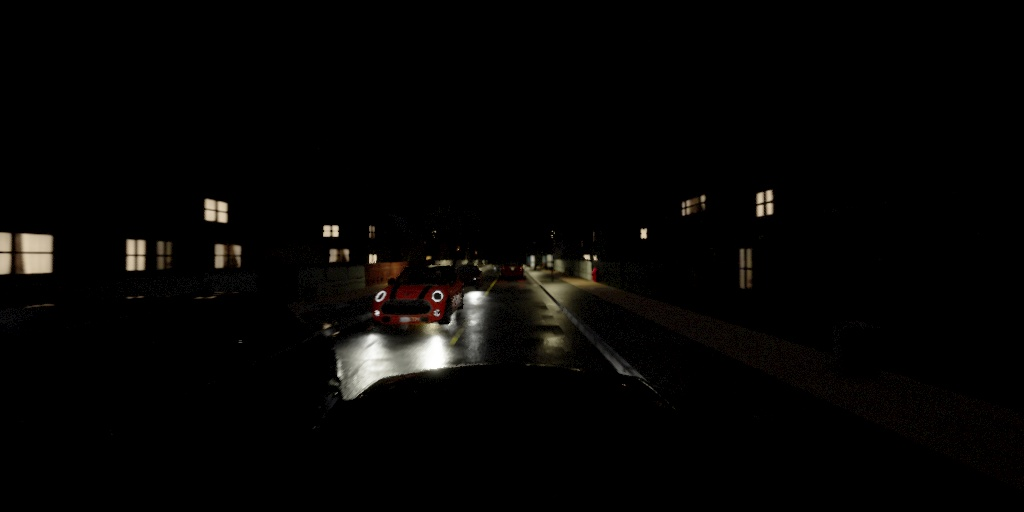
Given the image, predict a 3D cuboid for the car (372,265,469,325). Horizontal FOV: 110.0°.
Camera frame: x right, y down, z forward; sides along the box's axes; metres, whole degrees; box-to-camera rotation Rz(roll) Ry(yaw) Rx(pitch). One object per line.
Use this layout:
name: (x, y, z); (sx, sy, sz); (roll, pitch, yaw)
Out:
car: (-2.848, 1.111, 11.801); (2.097, 1.767, 4.553); (0, 0, 0)

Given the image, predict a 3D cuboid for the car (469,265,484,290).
car: (-2.841, 1.308, 22.881); (1.812, 1.442, 4.674); (0, 0, 0)

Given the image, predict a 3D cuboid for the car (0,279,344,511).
car: (-2.851, 1.103, 1.945); (2.097, 1.767, 4.553); (0, 0, 0)

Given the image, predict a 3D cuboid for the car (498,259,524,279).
car: (0.052, 1.175, 33.933); (2.097, 1.767, 4.553); (0, 0, 0)

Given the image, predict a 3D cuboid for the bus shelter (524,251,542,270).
bus shelter: (3.010, 0.802, 54.455); (1.920, 2.740, 3.880); (0, 0, 0)
